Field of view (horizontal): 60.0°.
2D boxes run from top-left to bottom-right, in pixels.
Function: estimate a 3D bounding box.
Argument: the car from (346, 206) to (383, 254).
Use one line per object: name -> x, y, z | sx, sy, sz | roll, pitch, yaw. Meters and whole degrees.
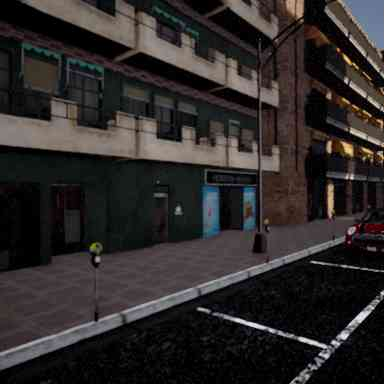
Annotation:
car -> 7.312, 1.368, 12.606 | 1.967, 1.590, 4.097 | 0, 0, 41
